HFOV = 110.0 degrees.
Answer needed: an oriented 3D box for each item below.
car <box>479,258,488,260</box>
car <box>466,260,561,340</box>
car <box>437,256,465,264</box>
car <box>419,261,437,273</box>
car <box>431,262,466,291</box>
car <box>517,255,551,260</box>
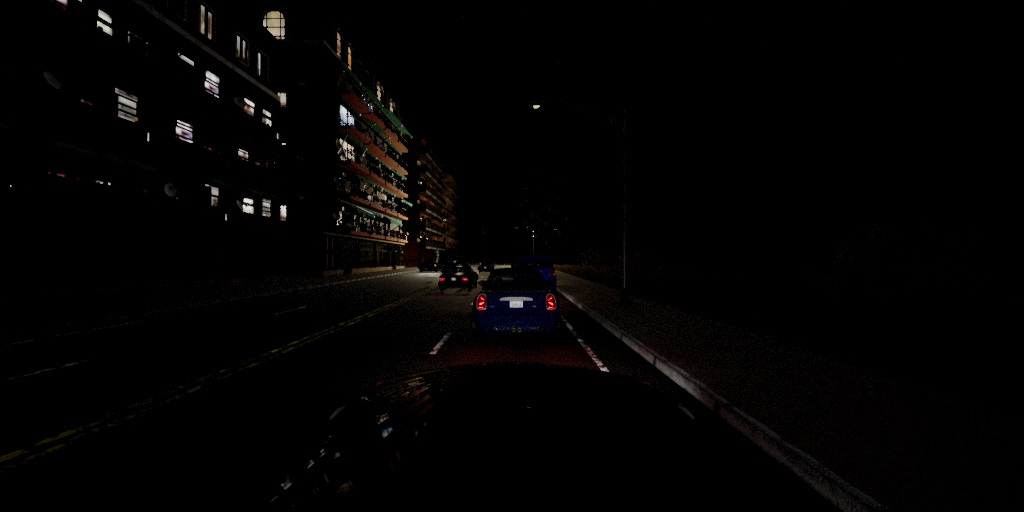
[{"bbox_3d":[-3.146,1.314,44.309,1.994,1.385,4.181,0,0,0],"label":"car"},{"bbox_3d":[0.098,1.103,10.172,2.097,1.767,4.553,0,0,0],"label":"car"},{"bbox_3d":[-6.599,0.973,40.718,2.150,2.045,5.566,0,0,0],"label":"car"},{"bbox_3d":[-9.848,1.315,43.226,1.994,1.385,4.181,0,0,0],"label":"car"},{"bbox_3d":[-3.148,1.300,21.776,2.033,1.411,5.357,0,0,0],"label":"car"},{"bbox_3d":[1.137,0.977,19.747,2.150,2.045,5.566,0,0,0],"label":"car"}]
